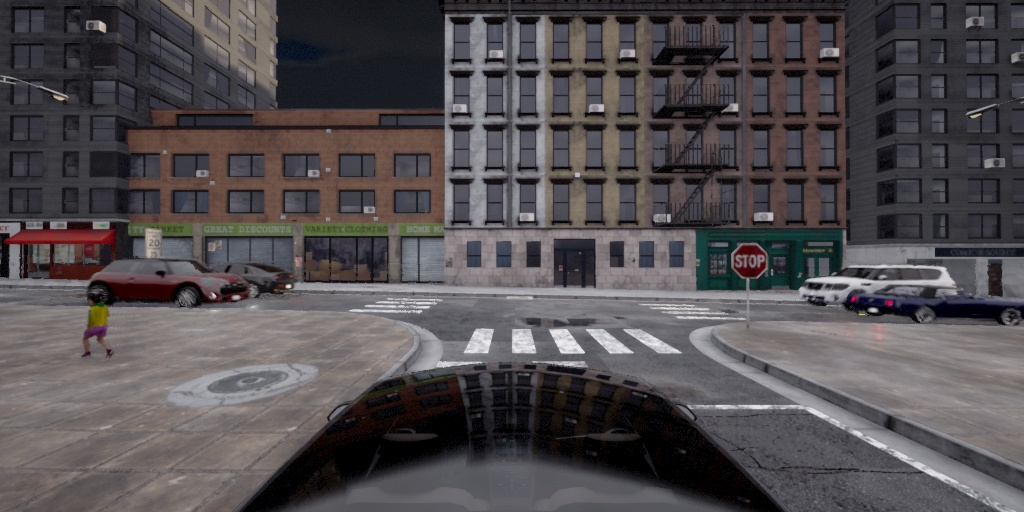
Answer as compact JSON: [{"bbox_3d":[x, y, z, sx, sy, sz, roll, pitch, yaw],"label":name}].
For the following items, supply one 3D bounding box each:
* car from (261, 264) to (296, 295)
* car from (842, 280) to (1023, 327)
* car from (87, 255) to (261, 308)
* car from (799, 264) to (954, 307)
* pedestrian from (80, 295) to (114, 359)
[{"bbox_3d":[-12.352,1.058,15.987,4.892,1.490,1.837,1,0,0],"label":"car"},{"bbox_3d":[15.238,1.717,12.921,4.718,1.301,1.895,1,0,0],"label":"car"},{"bbox_3d":[-12.254,0.882,13.039,4.553,1.767,2.097,1,0,0],"label":"car"},{"bbox_3d":[16.072,1.381,15.871,5.566,2.045,2.150,1,0,0],"label":"car"},{"bbox_3d":[-7.078,1.189,6.139,0.500,1.100,0.500,0,0,0],"label":"pedestrian"}]
